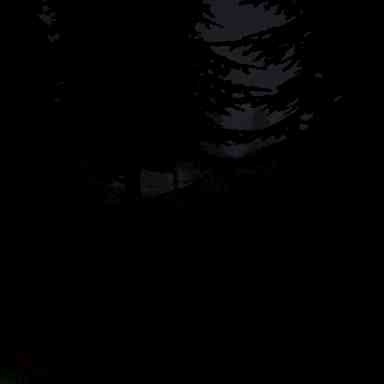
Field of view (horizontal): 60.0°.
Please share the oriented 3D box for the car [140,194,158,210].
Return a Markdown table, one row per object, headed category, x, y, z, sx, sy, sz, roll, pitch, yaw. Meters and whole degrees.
| category | x | y | z | sx | sy | sz | roll | pitch | yaw |
| --- | --- | --- | --- | --- | --- | --- | --- | --- | --- |
| car | -6.466 | 1.206 | 39.262 | 2.150 | 2.045 | 5.566 | 0 | 0 | 37 |
